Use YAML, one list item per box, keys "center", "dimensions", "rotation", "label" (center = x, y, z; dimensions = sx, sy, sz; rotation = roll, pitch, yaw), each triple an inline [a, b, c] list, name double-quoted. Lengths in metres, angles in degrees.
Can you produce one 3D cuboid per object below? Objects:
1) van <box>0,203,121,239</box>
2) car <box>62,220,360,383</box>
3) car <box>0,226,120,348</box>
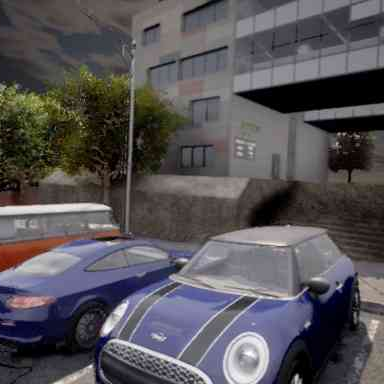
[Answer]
- center: [-3.607, 1.303, 8.008]
  dimensions: [1.878, 1.987, 4.442]
  rotation: [0, 0, 36]
  label: "van"
- center: [0.887, 1.367, 4.689]
  dimensions: [2.185, 1.767, 4.553]
  rotation: [0, 0, 36]
  label: "car"
- center: [-1.403, 1.551, 6.285]
  dimensions: [2.002, 1.452, 4.674]
  rotation: [0, 0, 36]
  label: "car"
